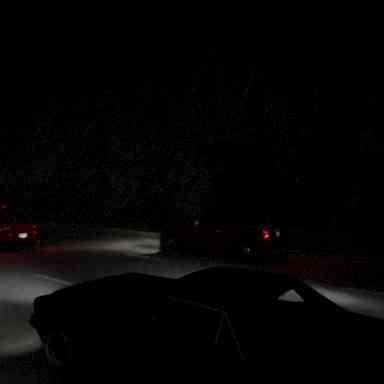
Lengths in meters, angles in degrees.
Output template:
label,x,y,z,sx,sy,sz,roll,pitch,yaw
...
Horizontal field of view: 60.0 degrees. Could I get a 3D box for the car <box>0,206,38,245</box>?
label,x,y,z,sx,sy,sz,roll,pitch,yaw
car,-8.485,1.537,14.364,4.674,1.442,1.812,0,0,36

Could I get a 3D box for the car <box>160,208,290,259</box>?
label,x,y,z,sx,sy,sz,roll,pitch,yaw
car,1.029,1.358,11.885,4.553,1.767,2.097,0,0,35

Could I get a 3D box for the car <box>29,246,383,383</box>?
label,x,y,z,sx,sy,sz,roll,pitch,yaw
car,0.132,1.603,3.902,4.718,1.301,1.895,0,0,35

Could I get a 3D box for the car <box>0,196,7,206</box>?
label,x,y,z,sx,sy,sz,roll,pitch,yaw
car,-15.169,1.241,23.428,5.566,2.045,2.150,0,0,35
